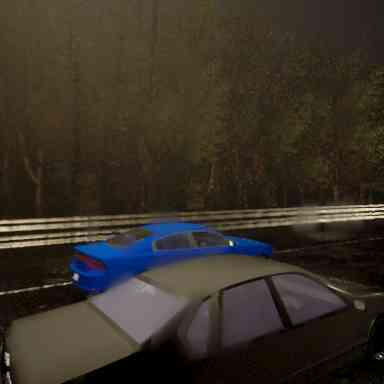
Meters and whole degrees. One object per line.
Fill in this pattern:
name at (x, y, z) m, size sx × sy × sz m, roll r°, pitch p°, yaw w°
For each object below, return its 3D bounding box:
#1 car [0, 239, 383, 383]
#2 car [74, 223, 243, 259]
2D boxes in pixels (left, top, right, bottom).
car at (0.604, 1.543, 4.107) m, size 5.357 × 1.411 × 2.033 m, roll 0°, pitch 0°, yaw -35°
car at (-0.190, 1.467, 7.776) m, size 5.008 × 1.535 × 1.882 m, roll 0°, pitch 0°, yaw -34°
